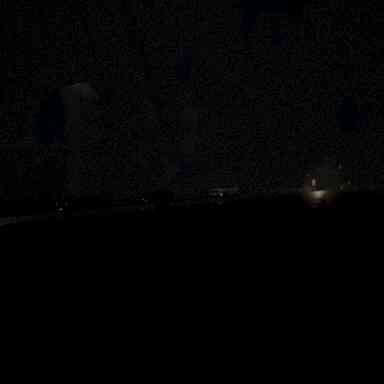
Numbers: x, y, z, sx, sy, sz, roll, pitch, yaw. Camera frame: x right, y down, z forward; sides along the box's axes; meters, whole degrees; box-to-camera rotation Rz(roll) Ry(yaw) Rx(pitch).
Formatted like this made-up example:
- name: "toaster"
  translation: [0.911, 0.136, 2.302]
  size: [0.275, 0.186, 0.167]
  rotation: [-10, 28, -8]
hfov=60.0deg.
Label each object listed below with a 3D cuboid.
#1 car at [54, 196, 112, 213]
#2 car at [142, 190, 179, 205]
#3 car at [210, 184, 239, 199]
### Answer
- name: "car"
  translation: [-9.282, 1.007, 28.529]
  size: [1.895, 1.301, 4.718]
  rotation: [-1, 1, 36]
- name: "car"
  translation: [-3.409, 0.573, 36.746]
  size: [1.837, 1.490, 4.892]
  rotation: [-1, 2, 36]
- name: "car"
  translation: [4.726, -0.146, 48.088]
  size: [2.150, 2.045, 5.566]
  rotation: [-1, 1, 35]
